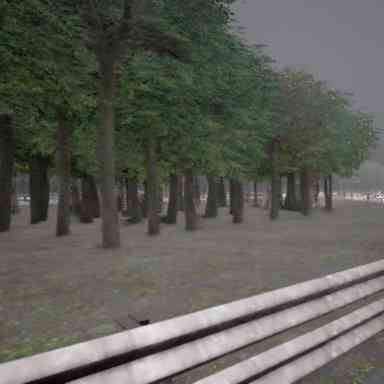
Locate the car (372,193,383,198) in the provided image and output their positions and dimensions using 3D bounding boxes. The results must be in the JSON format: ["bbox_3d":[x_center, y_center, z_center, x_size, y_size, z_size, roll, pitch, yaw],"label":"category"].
[{"bbox_3d":[38.394,0.876,68.764,1.812,1.442,4.674,0,1,16],"label":"car"}]
